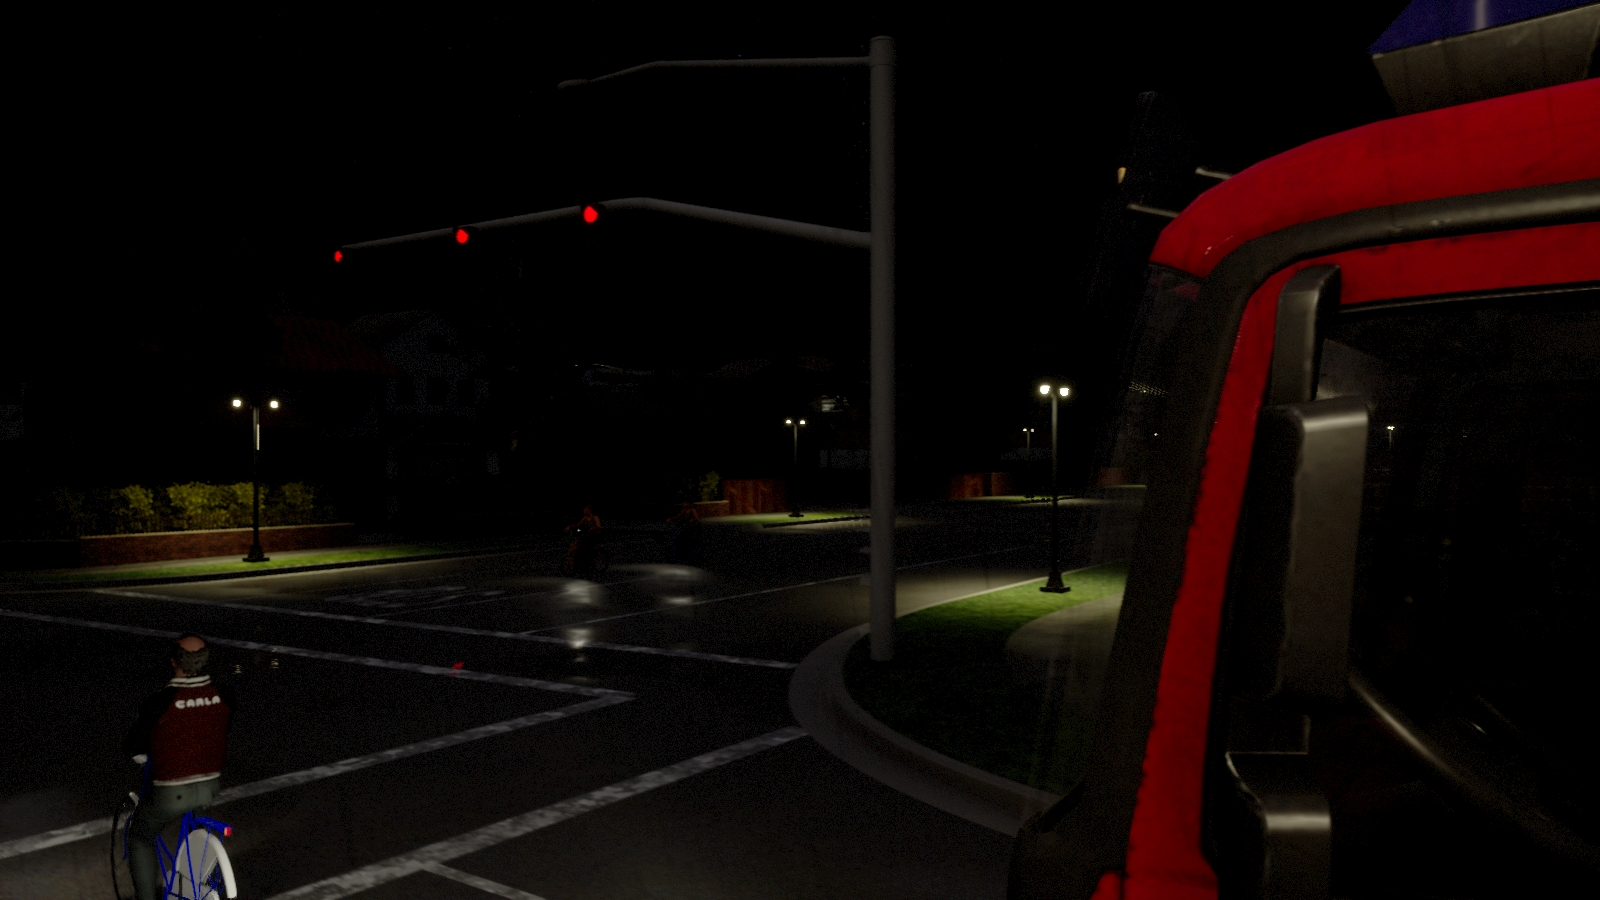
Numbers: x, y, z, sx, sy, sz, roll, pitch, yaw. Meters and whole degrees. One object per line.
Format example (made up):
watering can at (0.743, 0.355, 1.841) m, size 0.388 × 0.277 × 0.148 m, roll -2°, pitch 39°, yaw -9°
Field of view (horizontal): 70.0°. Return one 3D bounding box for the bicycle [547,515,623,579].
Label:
bicycle at (-4.823, 2.150, 25.675) m, size 0.859 × 1.301 × 1.487 m, roll 0°, pitch 0°, yaw 35°

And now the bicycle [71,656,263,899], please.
bicycle at (-3.649, 2.050, 6.515) m, size 1.835 × 1.496 × 0.329 m, roll 0°, pitch -1°, yaw 42°

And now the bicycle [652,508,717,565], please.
bicycle at (-2.887, 2.150, 28.648) m, size 0.859 × 1.301 × 1.487 m, roll 0°, pitch 0°, yaw 34°
